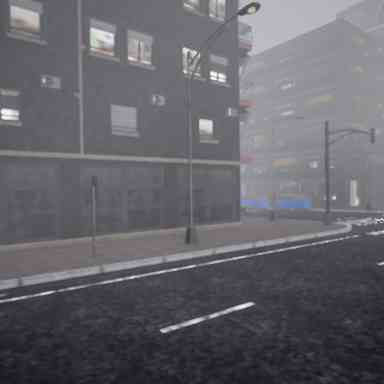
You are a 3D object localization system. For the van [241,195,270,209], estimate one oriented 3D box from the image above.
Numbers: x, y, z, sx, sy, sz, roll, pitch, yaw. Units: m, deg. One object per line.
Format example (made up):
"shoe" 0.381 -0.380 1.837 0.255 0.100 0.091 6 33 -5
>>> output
"van" 7.447 1.225 40.259 1.690 1.788 3.998 -2 1 -37

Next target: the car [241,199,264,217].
"car" 4.177 1.549 30.775 1.802 1.307 4.206 -2 1 -37

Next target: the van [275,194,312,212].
"van" 10.833 1.149 35.797 1.690 1.788 3.998 -2 1 -37
